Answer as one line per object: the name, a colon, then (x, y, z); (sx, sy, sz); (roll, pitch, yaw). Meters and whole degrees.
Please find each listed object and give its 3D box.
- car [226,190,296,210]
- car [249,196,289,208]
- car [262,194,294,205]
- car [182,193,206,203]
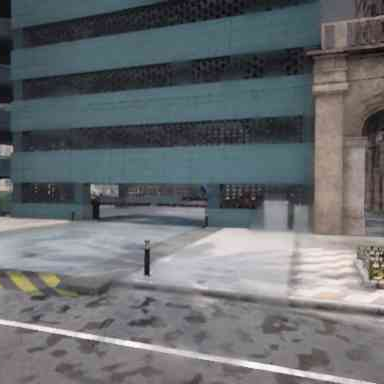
car: (4.584, 0.885, 23.604); (5.566, 2.045, 2.435); (1, 0, 18)
car: (9.572, 1.226, 41.439); (4.718, 1.301, 1.895); (1, 0, 18)
car: (13.594, 1.130, 52.328); (4.786, 1.482, 2.161); (1, 0, 18)
car: (0.721, 0.900, 52.227); (4.674, 1.452, 2.002); (1, 0, 18)
